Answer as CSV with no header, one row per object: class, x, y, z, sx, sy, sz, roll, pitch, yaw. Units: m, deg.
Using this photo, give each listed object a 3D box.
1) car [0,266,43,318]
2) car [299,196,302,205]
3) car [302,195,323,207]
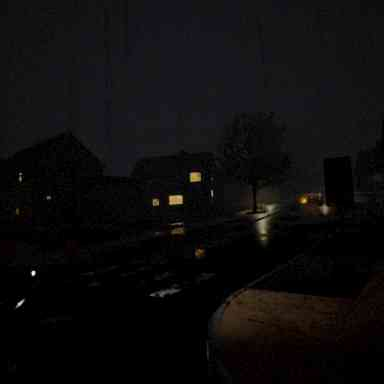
car,-5.316,1.829,5.904,4.718,1.301,1.895,-3,-2,-3
car,19.035,1.257,55.722,1.882,1.535,5.008,-4,-1,12
car,16.772,1.265,45.764,2.128,1.511,4.902,-4,-1,15
